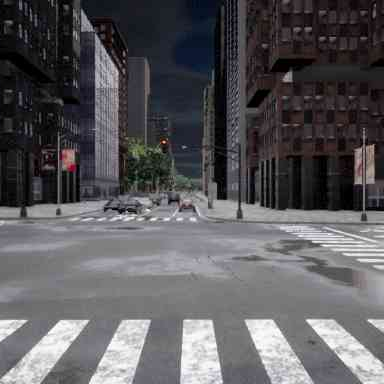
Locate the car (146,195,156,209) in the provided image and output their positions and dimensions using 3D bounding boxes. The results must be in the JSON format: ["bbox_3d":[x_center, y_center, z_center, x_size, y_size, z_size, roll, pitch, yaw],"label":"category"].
[{"bbox_3d":[-6.433,1.548,45.316,1.812,1.442,4.674,0,0,0],"label":"car"}]

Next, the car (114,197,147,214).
[{"bbox_3d":[-6.385,1.547,35.090,2.033,1.411,5.357,0,0,0],"label":"car"}]

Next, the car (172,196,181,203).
[{"bbox_3d":[-3.468,1.651,75.398,1.994,1.385,4.181,0,0,0],"label":"car"}]

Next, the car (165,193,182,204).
[{"bbox_3d":[-3.321,1.288,63.029,2.150,2.045,5.566,0,0,0],"label":"car"}]

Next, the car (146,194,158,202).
[{"bbox_3d":[-9.253,1.417,76.941,2.192,1.841,5.009,0,0,0],"label":"car"}]

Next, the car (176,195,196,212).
[{"bbox_3d":[-0.544,1.448,38.997,1.967,1.590,4.097,0,0,0],"label":"car"}]

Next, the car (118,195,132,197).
[{"bbox_3d":[-9.096,1.335,44.385,2.192,1.841,5.009,0,0,0],"label":"car"}]

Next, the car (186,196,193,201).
[{"bbox_3d":[-0.806,1.696,93.246,1.887,1.381,4.507,0,0,0],"label":"car"}]

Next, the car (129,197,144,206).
[{"bbox_3d":[-9.146,1.570,55.067,1.752,1.417,4.829,0,0,0],"label":"car"}]

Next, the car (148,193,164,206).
[{"bbox_3d":[-6.472,1.268,55.959,2.150,2.045,5.566,0,0,0],"label":"car"}]

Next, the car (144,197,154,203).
[{"bbox_3d":[-9.226,1.669,71.515,1.802,1.307,4.206,0,0,0],"label":"car"}]

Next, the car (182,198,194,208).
[{"bbox_3d":[-0.596,1.614,49.847,1.802,1.307,4.206,0,0,0],"label":"car"}]

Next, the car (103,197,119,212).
[{"bbox_3d":[-9.069,1.574,38.959,1.947,1.339,4.313,0,0,0],"label":"car"}]

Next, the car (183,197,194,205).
[{"bbox_3d":[-0.648,1.603,60.697,1.887,1.381,4.507,0,0,0],"label":"car"}]

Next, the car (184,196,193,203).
[{"bbox_3d":[-0.701,1.613,71.717,1.752,1.417,4.829,0,0,0],"label":"car"}]
